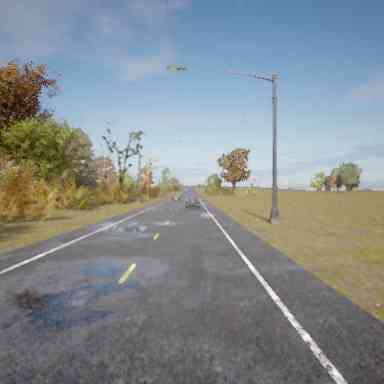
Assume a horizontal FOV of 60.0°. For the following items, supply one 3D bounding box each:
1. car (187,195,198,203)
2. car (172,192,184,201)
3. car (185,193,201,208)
[{"bbox_3d":[0.103,1.303,63.501,1.994,1.385,4.181,0,0,0],"label":"car"},{"bbox_3d":[-3.496,1.218,73.943,2.128,1.511,4.902,0,0,0],"label":"car"},{"bbox_3d":[0.102,1.313,44.354,2.128,1.511,4.902,0,0,0],"label":"car"}]
